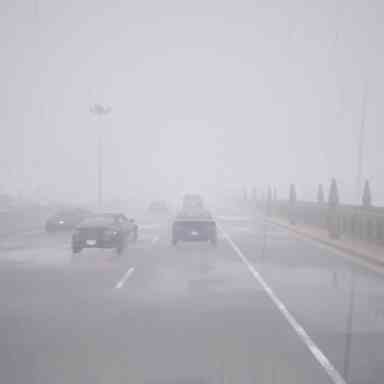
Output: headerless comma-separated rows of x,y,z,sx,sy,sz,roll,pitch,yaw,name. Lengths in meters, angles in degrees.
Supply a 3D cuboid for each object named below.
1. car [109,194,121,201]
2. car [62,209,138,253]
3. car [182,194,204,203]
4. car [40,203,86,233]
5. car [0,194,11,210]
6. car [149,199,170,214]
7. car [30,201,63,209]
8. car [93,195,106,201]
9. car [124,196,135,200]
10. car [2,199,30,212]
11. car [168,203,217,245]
-17.507,1.337,75.816,1.837,1.490,4.892,0,0,0,car
-3.414,1.529,13.565,1.812,1.442,4.674,0,0,0,car
0.096,1.234,34.860,2.150,2.045,5.566,0,0,0,car
-6.901,1.568,19.622,1.994,1.385,4.181,0,0,0,car
-21.095,1.231,34.952,2.150,2.045,5.566,0,0,0,car
-3.403,1.504,35.480,2.128,1.511,4.902,0,0,0,car
-14.098,1.611,33.663,1.895,1.301,4.718,0,0,0,car
-21.007,1.390,75.774,1.994,1.385,4.181,0,0,0,car
-14.008,1.514,75.218,1.994,1.385,4.181,0,0,0,car
-17.596,1.612,35.223,1.895,1.301,4.718,0,0,0,car
0.099,1.481,15.626,1.882,1.535,5.008,0,0,0,car
